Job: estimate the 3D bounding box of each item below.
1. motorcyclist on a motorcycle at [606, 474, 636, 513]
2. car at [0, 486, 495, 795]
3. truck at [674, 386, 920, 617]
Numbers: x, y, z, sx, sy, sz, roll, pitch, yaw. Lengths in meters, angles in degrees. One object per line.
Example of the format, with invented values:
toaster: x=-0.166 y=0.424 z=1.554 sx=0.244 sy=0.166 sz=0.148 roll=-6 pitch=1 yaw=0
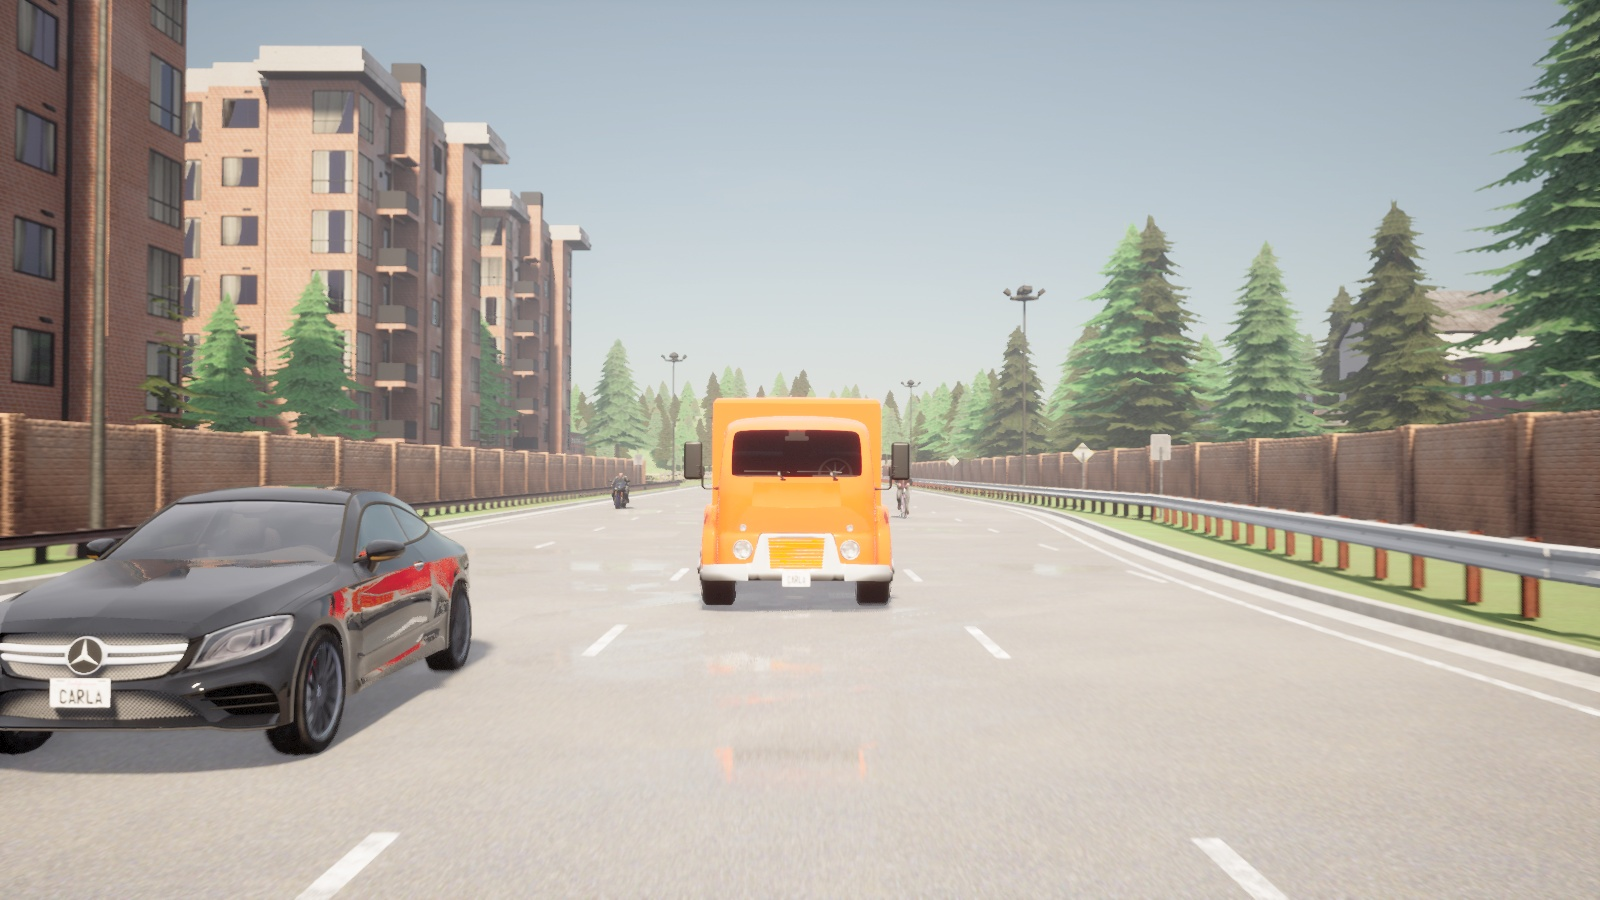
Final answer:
motorcyclist on a motorcycle: x=-7.122 y=1.716 z=50.103 sx=0.866 sy=1.530 sz=2.191 roll=0 pitch=-1 yaw=0
car: x=-3.515 y=0.996 z=8.459 sx=1.812 sy=1.442 sz=4.674 roll=0 pitch=-1 yaw=0
truck: x=-0.041 y=0.597 z=16.080 sx=2.627 sy=2.467 sz=5.204 roll=0 pitch=-1 yaw=0
